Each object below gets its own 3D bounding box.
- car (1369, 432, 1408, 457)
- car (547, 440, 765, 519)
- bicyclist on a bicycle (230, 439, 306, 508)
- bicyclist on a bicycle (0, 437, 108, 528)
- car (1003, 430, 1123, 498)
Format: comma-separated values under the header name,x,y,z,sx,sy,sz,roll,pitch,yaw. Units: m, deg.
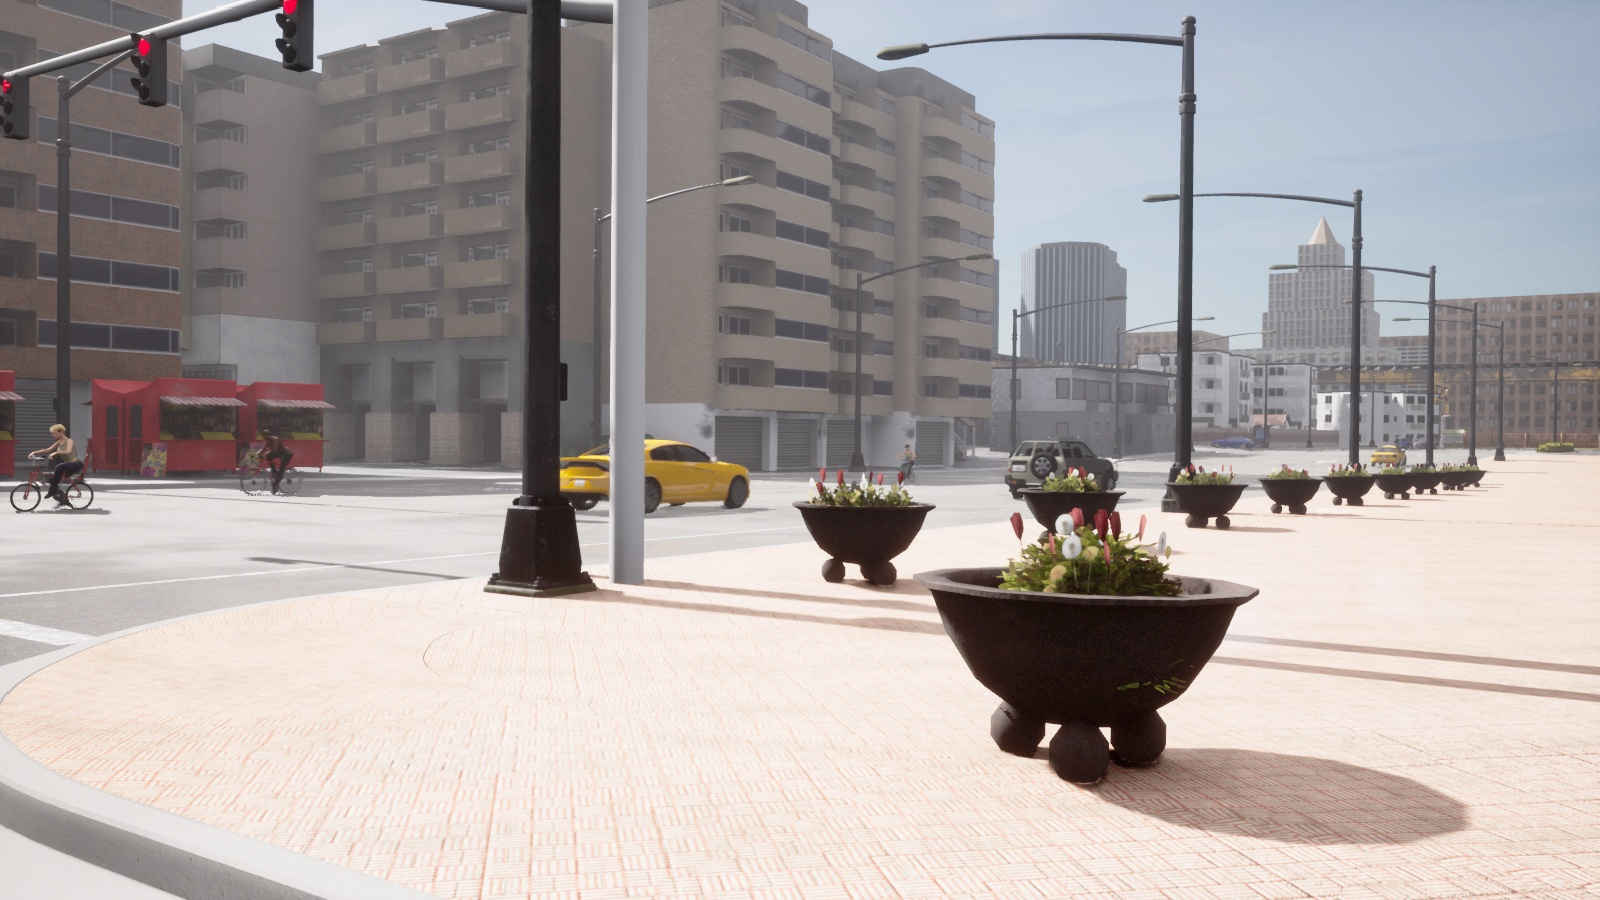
name,x,y,z,sx,sy,sz,roll,pitch,yaw
car,41.770,-0.422,89.043,1.801,1.575,5.366,0,2,33
car,-2.951,0.570,26.975,1.882,1.535,5.008,0,0,33
bicyclist on a bicycle,-13.003,0.555,30.754,0.582,1.620,1.656,0,1,34
bicyclist on a bicycle,-13.789,0.577,23.193,0.866,1.612,1.509,0,0,32
car,7.824,0.381,37.072,1.932,1.855,4.605,0,0,33
